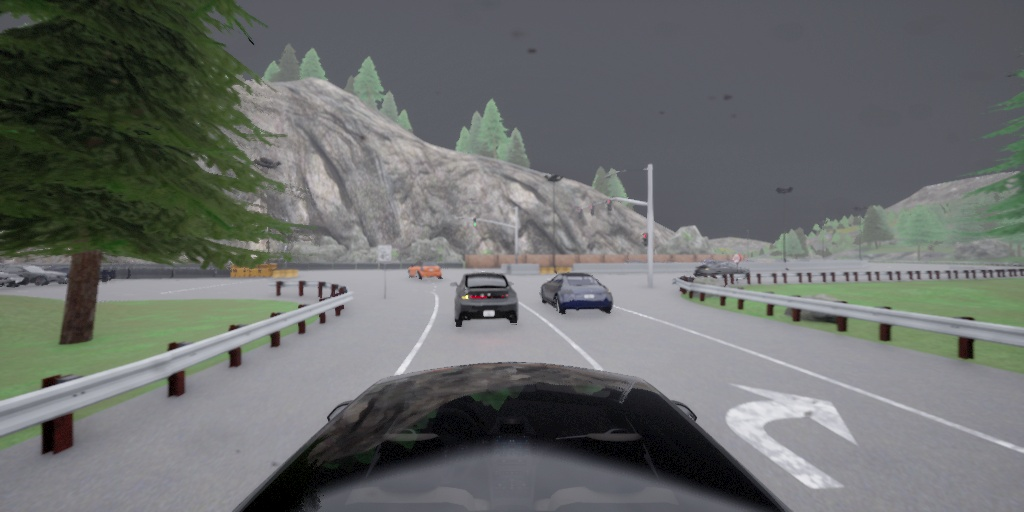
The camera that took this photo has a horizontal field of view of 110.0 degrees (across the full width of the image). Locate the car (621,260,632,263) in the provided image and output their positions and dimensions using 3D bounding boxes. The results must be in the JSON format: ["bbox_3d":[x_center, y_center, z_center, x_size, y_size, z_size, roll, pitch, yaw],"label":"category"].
[{"bbox_3d":[20.002,1.348,60.106,4.902,1.511,2.128,0,0,-13],"label":"car"}]

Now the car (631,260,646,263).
[{"bbox_3d":[21.806,1.408,56.952,4.181,1.385,1.994,0,0,-13],"label":"car"}]

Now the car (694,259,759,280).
[{"bbox_3d":[17.939,1.277,30.544,4.902,1.511,2.128,0,0,-15],"label":"car"}]

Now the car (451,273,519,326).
[{"bbox_3d":[-0.957,1.283,11.929,1.837,1.490,4.892,0,0,-8],"label":"car"}]

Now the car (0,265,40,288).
[{"bbox_3d":[-33.176,1.325,21.819,4.902,1.511,2.128,0,0,-13],"label":"car"}]

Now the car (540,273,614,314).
[{"bbox_3d":[2.386,1.341,14.130,1.994,1.385,4.181,0,0,-6],"label":"car"}]

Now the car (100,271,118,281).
[{"bbox_3d":[-34.926,1.455,28.595,4.718,1.301,1.895,0,0,-13],"label":"car"}]

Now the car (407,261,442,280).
[{"bbox_3d":[-8.042,1.203,32.734,2.097,1.767,4.553,0,0,-30],"label":"car"}]

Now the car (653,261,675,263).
[{"bbox_3d":[22.881,1.398,53.624,4.181,1.385,1.994,0,0,-13],"label":"car"}]

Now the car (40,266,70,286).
[{"bbox_3d":[-34.178,1.370,25.178,4.674,1.442,1.812,1,0,-13],"label":"car"}]
